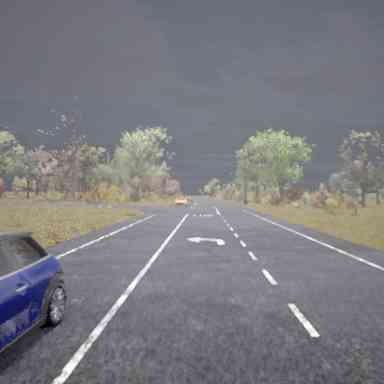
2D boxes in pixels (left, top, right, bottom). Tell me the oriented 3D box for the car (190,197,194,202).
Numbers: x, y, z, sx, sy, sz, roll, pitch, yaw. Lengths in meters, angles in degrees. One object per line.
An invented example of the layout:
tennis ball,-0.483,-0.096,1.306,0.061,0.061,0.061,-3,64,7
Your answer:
car,-0.565,2.042,93.143,1.812,1.442,4.674,0,0,1

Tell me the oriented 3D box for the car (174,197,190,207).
car,-1.689,1.567,52.265,1.882,1.535,5.008,1,-1,2

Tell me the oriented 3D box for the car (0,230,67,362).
car,-3.354,1.398,4.084,2.097,1.767,4.553,0,0,2
